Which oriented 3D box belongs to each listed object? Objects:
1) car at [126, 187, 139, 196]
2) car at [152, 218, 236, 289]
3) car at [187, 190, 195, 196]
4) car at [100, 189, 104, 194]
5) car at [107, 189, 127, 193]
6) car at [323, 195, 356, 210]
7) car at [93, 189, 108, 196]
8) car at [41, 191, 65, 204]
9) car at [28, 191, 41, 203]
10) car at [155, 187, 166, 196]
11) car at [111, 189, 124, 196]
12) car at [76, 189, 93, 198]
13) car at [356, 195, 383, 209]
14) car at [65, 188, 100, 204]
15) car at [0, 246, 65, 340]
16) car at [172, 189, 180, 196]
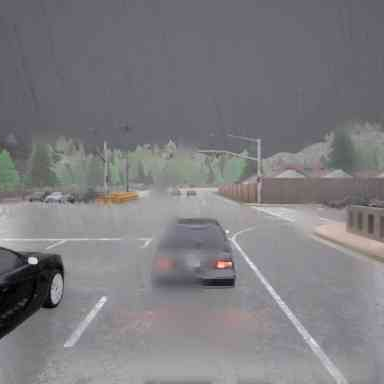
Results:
[{"bbox_3d":[-14.203,-0.260,79.175,2.150,2.045,5.566,0,1,0],"label":"car"},{"bbox_3d":[0.089,1.417,8.986,2.033,1.411,5.357,0,1,1],"label":"car"},{"bbox_3d":[-0.200,0.120,78.332,1.994,1.385,4.181,0,1,0],"label":"car"},{"bbox_3d":[-17.682,0.357,65.416,2.033,1.411,5.357,0,1,0],"label":"car"},{"bbox_3d":[-14.201,0.189,63.939,2.097,1.767,4.553,0,1,0],"label":"car"},{"bbox_3d":[15.818,0.973,32.699,5.357,1.411,2.033,0,1,2],"label":"car"},{"bbox_3d":[-21.198,0.098,77.337,2.128,1.511,4.902,0,1,0],"label":"car"},{"bbox_3d":[-17.708,0.738,43.982,1.812,1.442,4.674,0,1,0],"label":"car"},{"bbox_3d":[-21.216,0.664,46.808,1.837,1.490,4.892,0,1,0],"label":"car"},{"bbox_3d":[-7.195,-0.182,76.993,2.150,2.045,5.566,0,1,0],"label":"car"},{"bbox_3d":[-17.703,0.022,79.279,1.882,1.535,5.008,0,1,0],"label":"car"},{"bbox_3d":[-21.173,0.282,65.662,1.882,1.535,5.008,0,1,0],"label":"car"},{"bbox_3d":[17.798,1.041,29.131,5.357,1.411,2.033,0,1,2],"label":"car"},{"bbox_3d":[-14.209,0.442,43.520,2.150,2.045,5.566,0,1,0],"label":"car"},{"bbox_3d":[-3.453,1.421,4.613,1.882,1.535,5.008,0,1,0],"label":"car"},{"bbox_3d":[-3.697,0.103,77.738,2.128,1.511,4.902,0,1,0],"label":"car"}]
